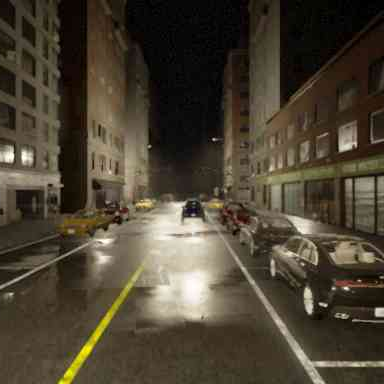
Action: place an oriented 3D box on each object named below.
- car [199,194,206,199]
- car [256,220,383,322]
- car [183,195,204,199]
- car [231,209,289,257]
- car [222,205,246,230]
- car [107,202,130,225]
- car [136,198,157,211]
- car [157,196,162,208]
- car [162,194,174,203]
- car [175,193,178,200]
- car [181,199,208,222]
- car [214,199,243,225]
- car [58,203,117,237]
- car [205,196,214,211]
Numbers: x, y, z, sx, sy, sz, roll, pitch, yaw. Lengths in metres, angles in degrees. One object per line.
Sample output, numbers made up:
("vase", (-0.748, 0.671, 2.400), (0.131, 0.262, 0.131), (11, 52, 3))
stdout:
("car", (2.880, 1.559, 72.577), (1.887, 1.381, 4.507), (0, 0, 0))
("car", (2.859, 1.551, 7.123), (2.008, 1.369, 4.403), (0, 0, 0))
("car", (0.114, 1.492, 43.141), (2.128, 1.511, 4.902), (0, 0, 0))
("car", (2.860, 1.550, 12.649), (2.008, 1.369, 4.403), (0, 0, 0))
("car", (2.862, 1.581, 18.175), (1.802, 1.307, 4.206), (0, 0, 0))
("car", (-5.662, 1.438, 23.704), (1.967, 1.590, 4.097), (0, 0, 0))
("car", (-5.656, 1.525, 40.111), (1.752, 1.417, 4.829), (0, 0, 0))
("car", (-5.654, 1.552, 45.806), (2.008, 1.369, 4.403), (0, 0, 0))
("car", (-5.646, 1.330, 72.581), (2.192, 1.841, 5.009), (0, 0, 0))
("car", (-5.640, 1.465, 89.084), (1.967, 1.590, 4.097), (0, 0, 0))
("car", (0.112, 1.524, 26.439), (1.812, 1.442, 4.674), (0, 0, 0))
("car", (2.864, 1.438, 23.700), (1.967, 1.590, 4.097), (0, 0, 0))
("car", (-5.663, 1.524, 18.008), (1.752, 1.417, 4.829), (0, 0, 0))
("car", (2.869, 1.525, 40.448), (1.752, 1.417, 4.829), (0, 0, 0))
